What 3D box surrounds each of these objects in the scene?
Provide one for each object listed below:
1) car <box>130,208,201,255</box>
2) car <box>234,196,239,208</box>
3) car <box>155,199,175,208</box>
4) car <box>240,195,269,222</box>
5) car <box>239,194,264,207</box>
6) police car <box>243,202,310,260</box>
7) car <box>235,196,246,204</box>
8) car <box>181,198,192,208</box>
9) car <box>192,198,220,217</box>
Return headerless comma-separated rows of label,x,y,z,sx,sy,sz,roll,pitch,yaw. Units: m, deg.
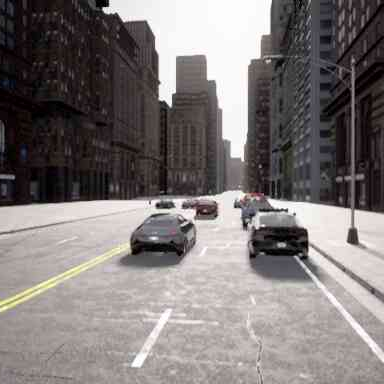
car,-0.995,1.546,13.269,1.994,1.385,4.181,0,0,8
car,6.860,1.531,46.432,1.994,1.385,4.181,0,0,8
car,-3.494,1.562,43.588,1.895,1.301,4.718,0,0,8
car,4.457,1.327,22.416,2.097,1.767,4.553,0,0,8
car,5.302,1.196,28.417,2.150,2.045,5.566,0,0,8
police car,3.083,1.410,12.651,1.930,1.638,5.238,0,0,8
car,9.253,1.468,63.487,2.128,1.511,4.902,0,0,8
car,-0.148,1.527,44.034,1.994,1.385,4.181,0,0,8
car,1.481,1.446,30.873,1.882,1.535,5.008,0,0,8
